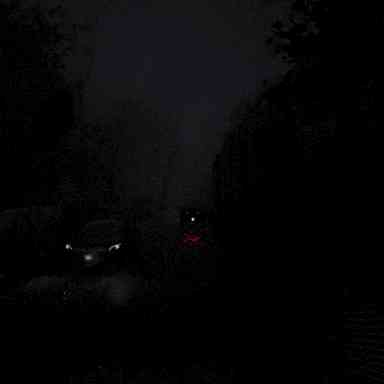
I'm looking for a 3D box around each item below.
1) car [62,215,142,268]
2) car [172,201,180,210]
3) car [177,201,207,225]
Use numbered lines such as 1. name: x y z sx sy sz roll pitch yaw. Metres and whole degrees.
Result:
1. car: -2.859 1.556 11.528 1.812 1.442 4.674 0 0 0
2. car: -1.983 2.210 53.961 2.033 1.411 5.357 0 -1 5
3. car: 0.066 1.658 25.328 1.837 1.490 4.892 0 -1 0
